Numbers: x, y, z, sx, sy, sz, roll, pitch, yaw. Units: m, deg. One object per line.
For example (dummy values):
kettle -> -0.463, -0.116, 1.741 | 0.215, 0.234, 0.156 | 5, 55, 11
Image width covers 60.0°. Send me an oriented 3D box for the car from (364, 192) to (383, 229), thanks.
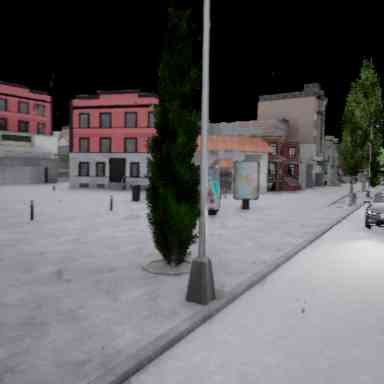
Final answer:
car -> 8.867, 0.756, 14.729 | 2.128, 1.511, 4.902 | 3, 4, 32
